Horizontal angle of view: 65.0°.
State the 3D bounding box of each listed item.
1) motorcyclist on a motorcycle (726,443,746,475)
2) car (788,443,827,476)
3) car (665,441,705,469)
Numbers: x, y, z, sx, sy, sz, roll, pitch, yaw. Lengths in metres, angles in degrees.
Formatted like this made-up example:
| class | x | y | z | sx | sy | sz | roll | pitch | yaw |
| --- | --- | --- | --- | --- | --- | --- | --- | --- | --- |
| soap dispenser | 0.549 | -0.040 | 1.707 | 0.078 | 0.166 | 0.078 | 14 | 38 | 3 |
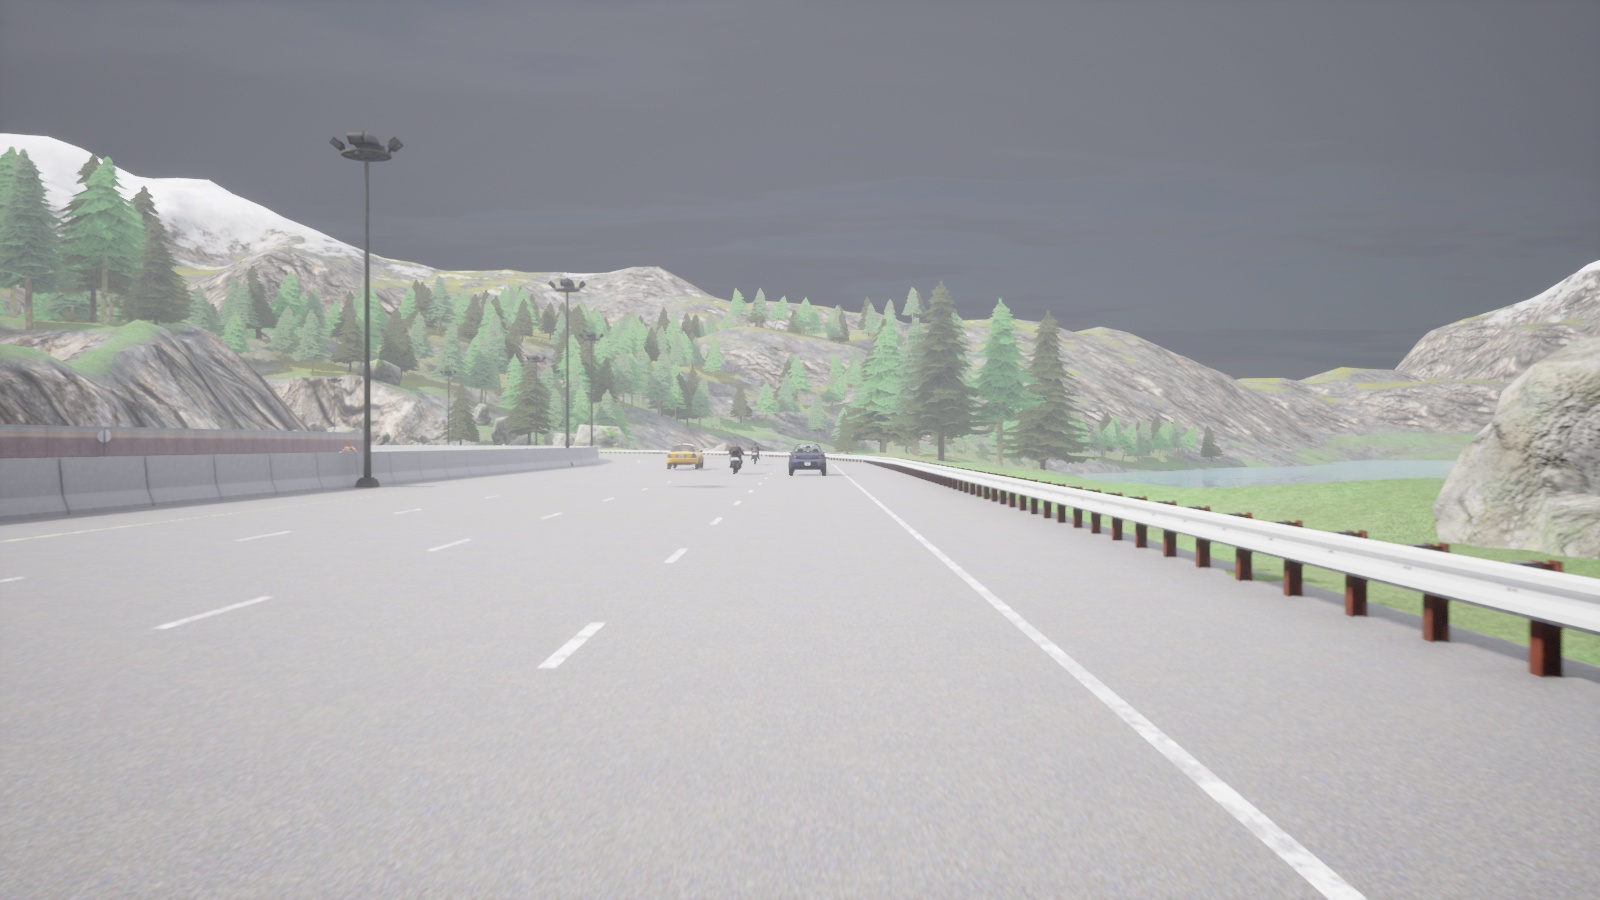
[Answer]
| class | x | y | z | sx | sy | sz | roll | pitch | yaw |
| --- | --- | --- | --- | --- | --- | --- | --- | --- | --- |
| motorcyclist on a motorcycle | -3.130 | 0.431 | 61.667 | 0.866 | 1.530 | 2.191 | 0 | 0 | 0 |
| car | 0.359 | 0.424 | 59.627 | 1.816 | 1.474 | 4.193 | 0 | 0 | 0 |
| car | -6.569 | 0.273 | 72.287 | 1.801 | 1.575 | 5.366 | 0 | 0 | 0 |
